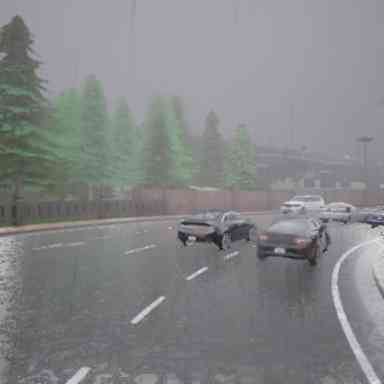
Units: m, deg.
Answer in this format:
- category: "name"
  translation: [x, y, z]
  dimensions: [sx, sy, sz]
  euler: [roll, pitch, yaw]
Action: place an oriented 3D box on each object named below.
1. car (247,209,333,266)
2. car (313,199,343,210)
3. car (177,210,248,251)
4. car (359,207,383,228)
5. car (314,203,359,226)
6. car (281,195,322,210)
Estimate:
- category: "car"
  translation: [3.668, 1.568, 11.797]
  dimensions: [1.812, 1.442, 4.674]
  euler: [1, 0, 28]
- category: "car"
  translation: [13.898, 1.719, 31.807]
  dimensions: [4.674, 1.442, 1.812]
  euler: [1, 0, -39]
- category: "car"
  translation: [1.228, 1.511, 14.313]
  dimensions: [2.128, 1.511, 4.902]
  euler: [1, 0, 30]
- category: "car"
  translation: [13.655, 1.715, 22.372]
  dimensions: [5.357, 1.411, 2.033]
  euler: [1, 0, -40]
- category: "car"
  translation: [11.540, 1.744, 25.116]
  dimensions: [4.718, 1.301, 1.895]
  euler: [1, 0, -40]
- category: "car"
  translation: [11.549, 1.351, 34.405]
  dimensions: [5.566, 2.045, 2.150]
  euler: [1, 0, -39]
